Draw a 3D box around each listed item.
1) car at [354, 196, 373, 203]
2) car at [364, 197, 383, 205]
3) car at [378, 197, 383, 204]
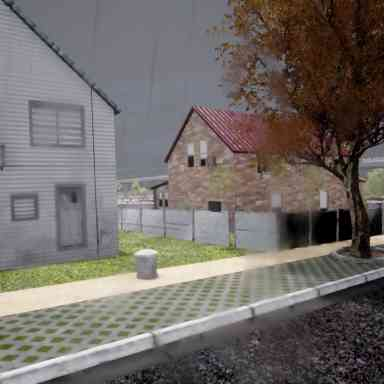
[{"bbox_3d":[38.578,1.680,74.973,1.895,1.301,4.718,-2,0,0],"label":"car"},{"bbox_3d":[28.535,1.862,50.582,1.812,1.442,4.674,-2,0,1],"label":"car"},{"bbox_3d":[38.491,1.630,64.930,1.812,1.442,4.674,-2,0,0],"label":"car"}]
